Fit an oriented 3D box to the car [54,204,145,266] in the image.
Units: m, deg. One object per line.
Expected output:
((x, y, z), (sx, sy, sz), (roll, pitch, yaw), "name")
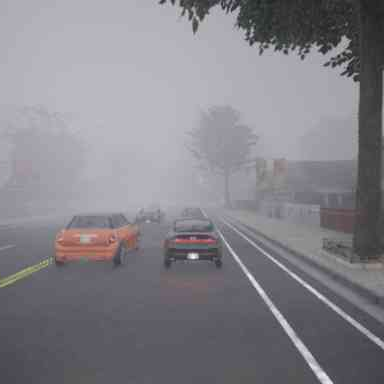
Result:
((-3.207, 1.497, 12.202), (2.097, 1.767, 4.553), (0, -1, 0), "car")

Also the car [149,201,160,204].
((-6.569, 2.244, 57.566), (1.994, 1.385, 4.181), (0, -1, 0), "car")

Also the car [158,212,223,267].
((0.043, 1.644, 11.921), (1.837, 1.490, 4.892), (0, -1, 0), "car")

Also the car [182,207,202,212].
((0.021, 1.846, 25.118), (2.033, 1.411, 5.357), (0, -1, 1), "car")

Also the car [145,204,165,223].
((-3.216, 1.917, 26.677), (1.895, 1.301, 4.718), (0, -1, 0), "car")

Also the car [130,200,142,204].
((-9.808, 2.218, 58.496), (1.812, 1.442, 4.674), (0, -1, 1), "car")
